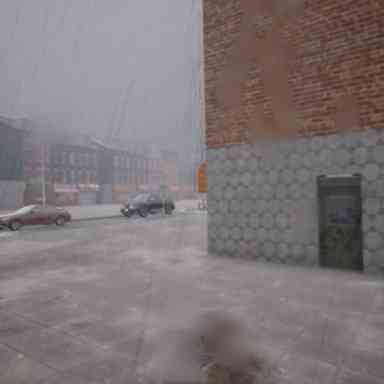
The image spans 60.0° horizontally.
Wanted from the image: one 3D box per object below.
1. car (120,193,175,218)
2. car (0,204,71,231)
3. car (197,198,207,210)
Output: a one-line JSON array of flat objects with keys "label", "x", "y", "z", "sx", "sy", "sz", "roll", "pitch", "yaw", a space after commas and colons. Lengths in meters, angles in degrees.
[{"label": "car", "x": -3.824, "y": 1.110, "z": 29.617, "sx": 2.150, "sy": 2.045, "sz": 5.566, "roll": -2, "pitch": 0, "yaw": 35}, {"label": "car", "x": -9.925, "y": 1.528, "z": 20.940, "sx": 1.812, "sy": 1.442, "sz": 4.674, "roll": -2, "pitch": 0, "yaw": 37}, {"label": "car", "x": 2.392, "y": 1.296, "z": 38.399, "sx": 1.812, "sy": 1.442, "sz": 4.674, "roll": -2, "pitch": -1, "yaw": 35}]
